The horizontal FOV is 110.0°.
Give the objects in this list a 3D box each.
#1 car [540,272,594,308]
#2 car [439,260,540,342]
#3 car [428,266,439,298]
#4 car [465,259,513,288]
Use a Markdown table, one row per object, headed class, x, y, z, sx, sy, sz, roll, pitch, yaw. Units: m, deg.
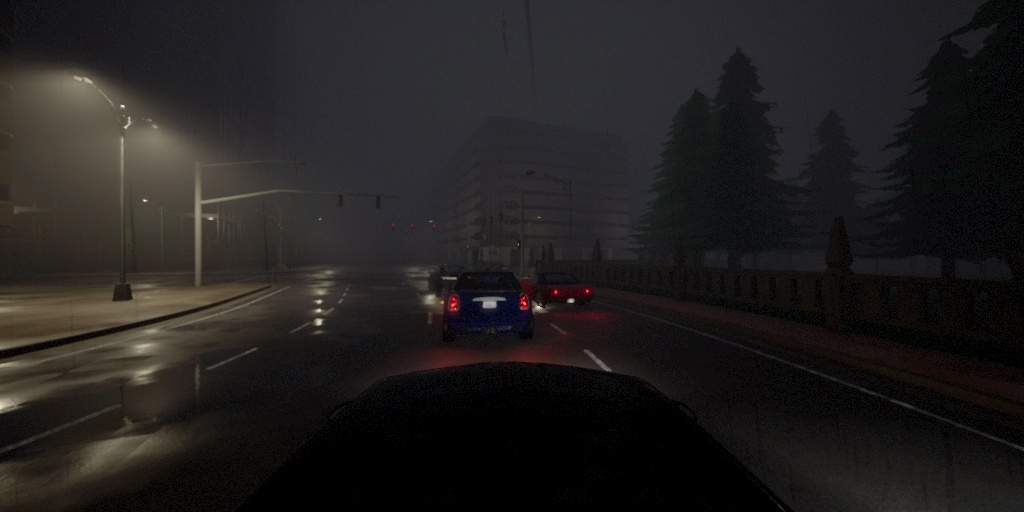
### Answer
| class | x | y | z | sx | sy | sz | roll | pitch | yaw |
| --- | --- | --- | --- | --- | --- | --- | --- | --- | --- |
| car | 1.562 | 1.339 | 15.278 | 1.895 | 1.301 | 4.718 | 0 | 0 | -16 |
| car | -0.798 | 1.095 | 10.036 | 2.097 | 1.767 | 4.553 | 0 | 0 | -8 |
| car | -3.244 | 1.227 | 18.695 | 2.128 | 1.511 | 4.902 | 0 | 0 | -19 |
| car | -1.717 | 1.082 | 24.574 | 2.097 | 1.767 | 4.553 | 0 | 0 | -20 |
